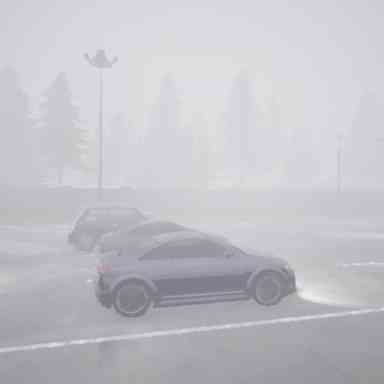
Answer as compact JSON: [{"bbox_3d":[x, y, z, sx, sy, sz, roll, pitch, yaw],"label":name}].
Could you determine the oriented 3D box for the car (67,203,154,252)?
[{"bbox_3d":[-2.662,1.339,13.657,4.553,1.767,2.097,0,0,-15],"label":"car"}]

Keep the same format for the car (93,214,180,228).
[{"bbox_3d":[-0.844,1.561,10.523,4.181,1.385,1.994,0,0,-15],"label":"car"}]

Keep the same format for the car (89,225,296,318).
[{"bbox_3d":[0.053,1.565,7.140,4.181,1.385,1.994,0,0,-15],"label":"car"}]

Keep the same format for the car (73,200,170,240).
[{"bbox_3d":[-3.580,1.334,17.033,4.553,1.767,2.097,0,0,-15],"label":"car"}]
